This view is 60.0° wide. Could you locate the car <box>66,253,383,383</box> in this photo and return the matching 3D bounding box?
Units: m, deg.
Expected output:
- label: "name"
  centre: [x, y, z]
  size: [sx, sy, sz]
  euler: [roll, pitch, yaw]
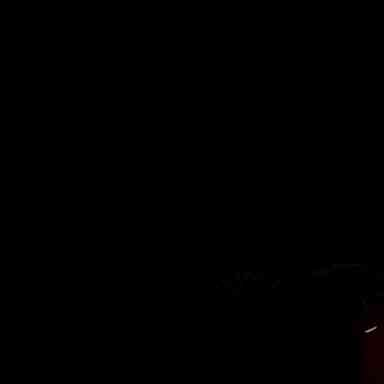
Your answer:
- label: "car"
  centre: [1.017, 1.517, 3.789]
  size: [4.674, 1.442, 1.812]
  euler: [0, 0, -35]
